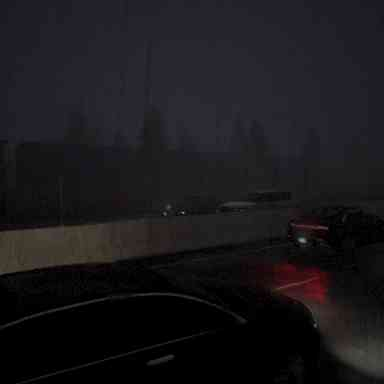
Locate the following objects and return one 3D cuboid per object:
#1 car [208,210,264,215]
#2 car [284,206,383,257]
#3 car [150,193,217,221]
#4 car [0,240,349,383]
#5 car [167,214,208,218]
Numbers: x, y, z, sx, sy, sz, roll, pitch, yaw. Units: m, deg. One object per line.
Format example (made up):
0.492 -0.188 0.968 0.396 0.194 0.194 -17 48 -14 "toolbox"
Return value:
3.959 0.892 19.470 5.566 2.045 2.150 -2 1 -35 "car"
5.429 1.238 11.730 4.902 1.511 2.128 -2 1 -35 "car"
-0.591 1.036 24.833 4.553 1.767 2.097 -2 1 -35 "car"
-0.767 1.478 3.183 4.892 1.490 1.837 -1 1 -35 "car"
0.735 1.195 21.495 4.902 1.511 2.128 -2 1 -35 "car"
